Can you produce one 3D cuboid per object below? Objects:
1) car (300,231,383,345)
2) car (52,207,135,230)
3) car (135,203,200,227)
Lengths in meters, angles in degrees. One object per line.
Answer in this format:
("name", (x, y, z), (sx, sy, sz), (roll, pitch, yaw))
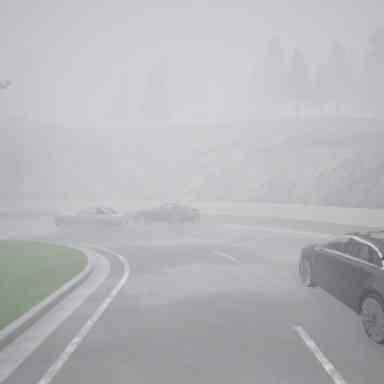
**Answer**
("car", (3.589, 1.494, 6.351), (2.128, 1.511, 4.902), (0, 0, 0))
("car", (-6.351, 1.599, 20.985), (4.718, 1.301, 1.895), (0, 0, 16))
("car", (-1.763, 1.493, 22.611), (4.902, 1.511, 2.128), (0, 0, 31))
